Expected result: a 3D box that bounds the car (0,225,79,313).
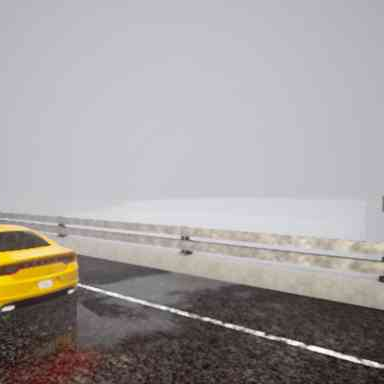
[{"bbox_3d":[-4.582,1.459,7.294,5.008,1.535,1.882,0,0,36],"label":"car"}]
